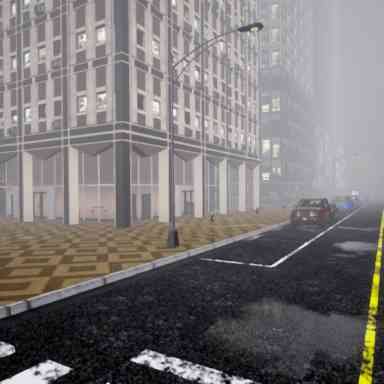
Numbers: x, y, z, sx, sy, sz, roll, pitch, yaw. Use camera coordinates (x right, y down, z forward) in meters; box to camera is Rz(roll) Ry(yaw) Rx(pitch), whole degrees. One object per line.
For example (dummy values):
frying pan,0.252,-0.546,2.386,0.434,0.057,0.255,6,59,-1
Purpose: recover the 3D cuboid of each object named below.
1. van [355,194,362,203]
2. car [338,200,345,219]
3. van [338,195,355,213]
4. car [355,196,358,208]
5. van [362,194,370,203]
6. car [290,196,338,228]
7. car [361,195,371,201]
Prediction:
van,22.136,1.322,46.220,1.690,1.788,3.998,-1,0,30
car,10.917,1.559,27.074,1.947,1.339,4.313,-1,0,30
van,16.546,1.328,36.635,1.690,1.788,3.998,-1,0,30
car,19.344,1.566,41.426,1.802,1.307,4.206,-1,0,30
van,36.111,1.305,70.182,1.690,1.788,3.998,-1,0,30
car,8.080,1.312,22.308,2.192,1.841,5.009,-1,0,30
car,41.704,1.502,79.765,1.887,1.381,4.507,-1,0,30
